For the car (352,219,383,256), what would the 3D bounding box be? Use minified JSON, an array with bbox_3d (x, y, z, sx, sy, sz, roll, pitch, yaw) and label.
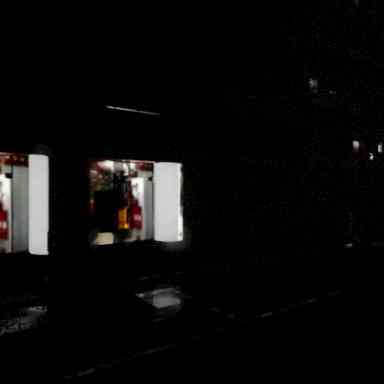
[{"bbox_3d":[7.453,1.563,11.879,4.206,1.307,1.802,0,0,-36],"label":"car"}]
